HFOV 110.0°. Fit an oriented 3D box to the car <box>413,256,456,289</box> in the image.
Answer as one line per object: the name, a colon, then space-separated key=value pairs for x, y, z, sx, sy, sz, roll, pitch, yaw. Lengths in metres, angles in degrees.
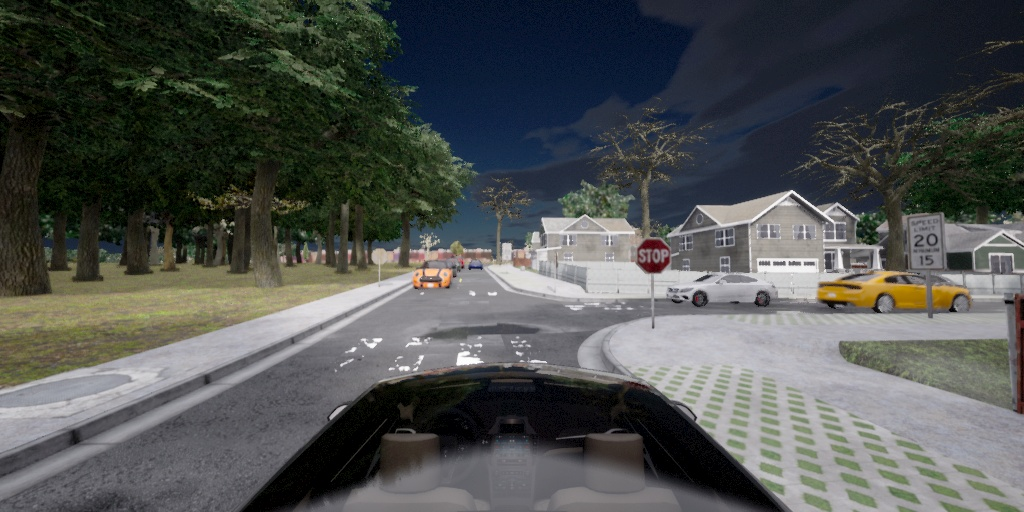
car: x=-4.811 y=1.047 z=22.250 sx=2.097 sy=1.767 sz=4.553 roll=0 pitch=0 yaw=-7

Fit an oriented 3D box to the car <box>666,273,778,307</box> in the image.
car: x=9.260 y=1.457 z=15.930 sx=4.674 sy=1.442 sz=1.812 roll=1 pitch=-3 yaw=-6

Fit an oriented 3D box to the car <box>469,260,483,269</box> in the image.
car: x=-5.286 y=1.227 z=52.546 sx=1.994 sy=1.385 sz=4.181 roll=0 pitch=0 yaw=-5

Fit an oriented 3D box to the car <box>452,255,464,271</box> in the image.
car: x=-7.221 y=0.997 z=43.043 sx=2.097 sy=1.767 sz=4.553 roll=0 pitch=0 yaw=-6

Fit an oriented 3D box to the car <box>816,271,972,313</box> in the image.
car: x=14.421 y=1.344 z=13.639 sx=5.008 sy=1.535 sz=1.882 roll=1 pitch=-3 yaw=-5

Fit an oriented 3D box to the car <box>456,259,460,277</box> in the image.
car: x=-6.096 y=1.223 z=33.153 sx=1.994 sy=1.385 sz=4.181 roll=0 pitch=0 yaw=-6
